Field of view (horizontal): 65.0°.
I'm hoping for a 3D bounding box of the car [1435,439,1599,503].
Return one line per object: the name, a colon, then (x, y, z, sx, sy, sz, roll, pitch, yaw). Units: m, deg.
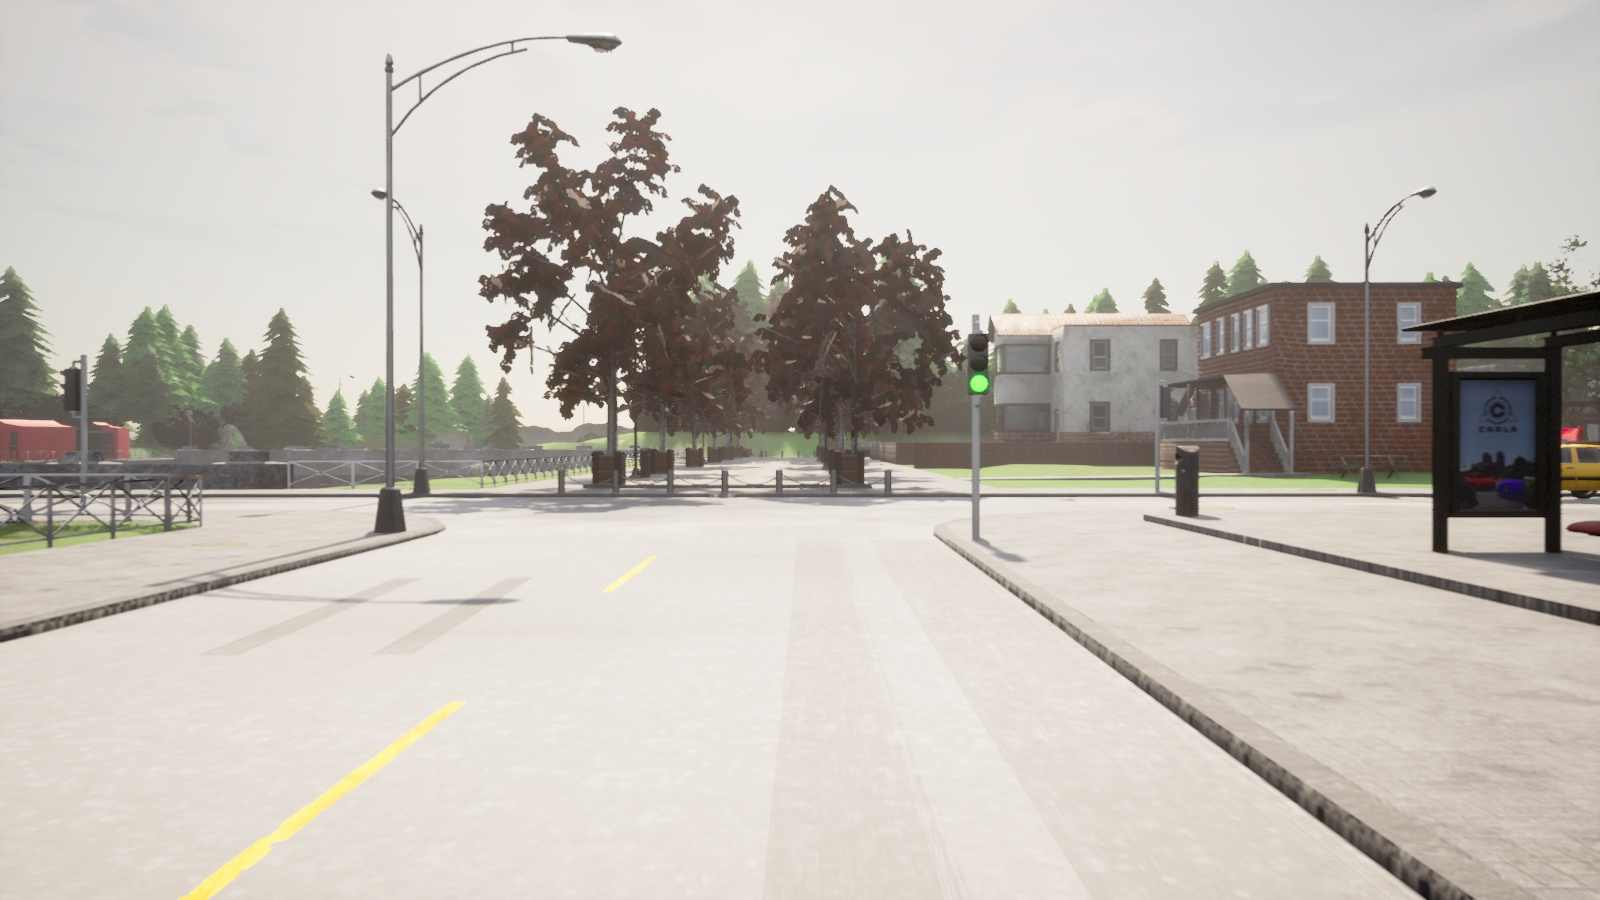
car: (19.389, 0.520, 32.095, 5.366, 1.575, 1.801, 0, 0, 1)
